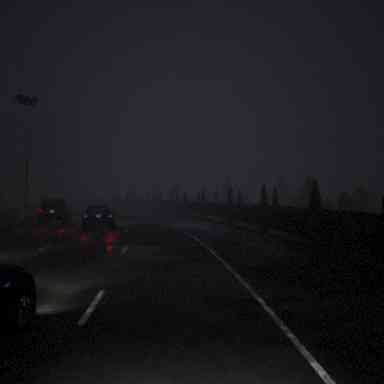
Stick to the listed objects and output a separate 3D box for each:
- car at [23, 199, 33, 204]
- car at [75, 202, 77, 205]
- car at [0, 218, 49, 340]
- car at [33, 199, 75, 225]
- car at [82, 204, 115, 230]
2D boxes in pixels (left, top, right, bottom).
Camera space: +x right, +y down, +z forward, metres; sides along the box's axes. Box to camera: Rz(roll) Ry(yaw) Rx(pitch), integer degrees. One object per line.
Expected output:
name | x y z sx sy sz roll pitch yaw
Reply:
car | -40.698 2.423 83.390 4.674 1.442 1.812 -1 -1 37
car | -26.643 2.329 71.646 1.801 1.575 5.366 0 -1 -42
car | -3.703 1.410 3.982 2.097 1.767 4.553 0 -1 -3
car | -11.015 1.555 26.972 2.150 2.045 5.566 0 -1 -16
car | -6.560 1.633 23.599 2.097 1.767 4.553 0 -1 -13
